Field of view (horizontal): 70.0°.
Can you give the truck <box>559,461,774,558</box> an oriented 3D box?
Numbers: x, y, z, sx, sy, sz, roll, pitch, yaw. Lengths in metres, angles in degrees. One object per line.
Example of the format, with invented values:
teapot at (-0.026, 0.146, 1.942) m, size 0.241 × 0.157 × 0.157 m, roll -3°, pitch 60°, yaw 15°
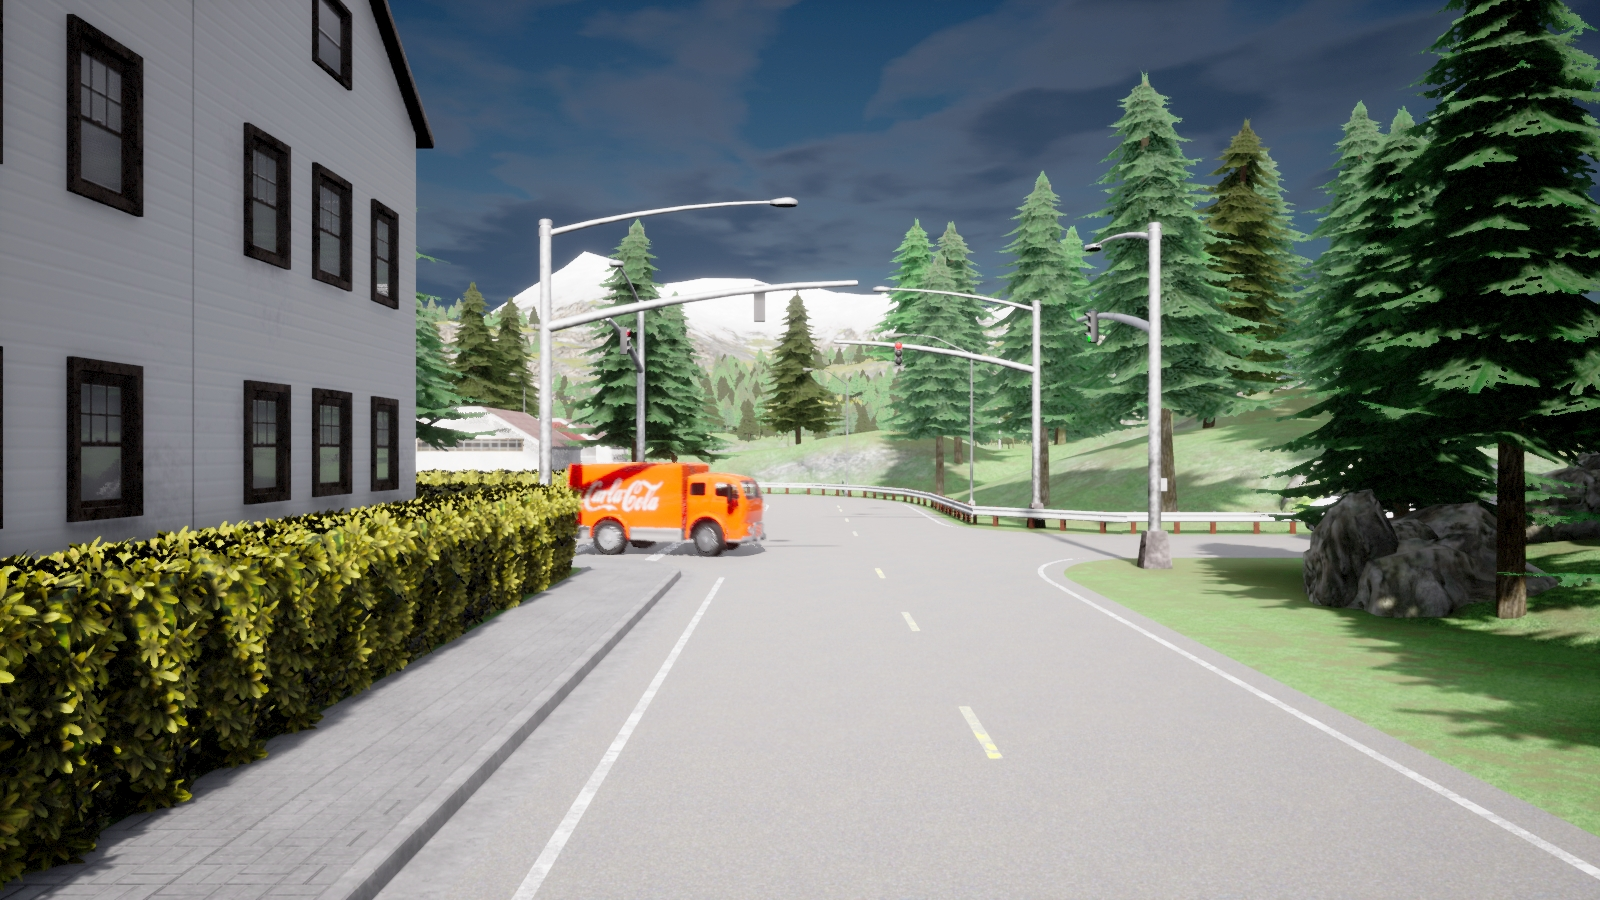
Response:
truck at (-3.597, 1.557, 31.275) m, size 5.204 × 2.467 × 2.627 m, roll 0°, pitch -1°, yaw 16°
